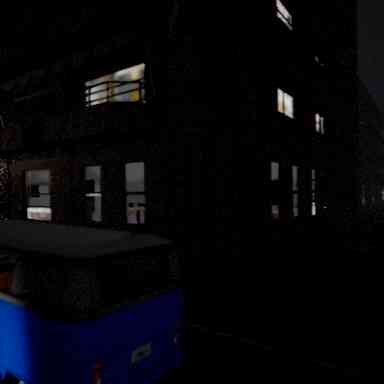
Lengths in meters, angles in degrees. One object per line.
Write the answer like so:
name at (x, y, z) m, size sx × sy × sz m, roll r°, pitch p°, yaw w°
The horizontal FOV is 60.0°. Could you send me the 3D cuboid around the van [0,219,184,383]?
van at (-1.997, 1.320, 4.320) m, size 3.998 × 1.788 × 1.690 m, roll 0°, pitch -1°, yaw 36°
